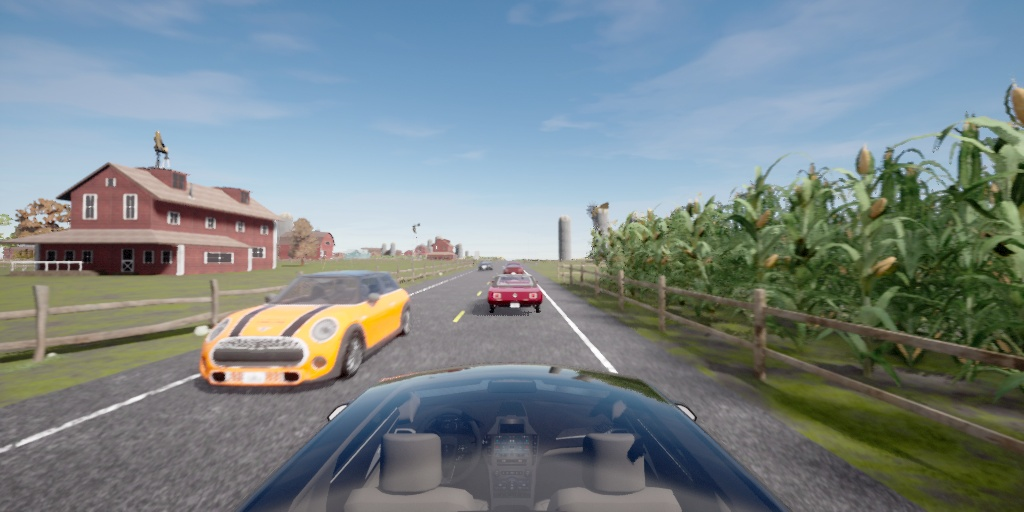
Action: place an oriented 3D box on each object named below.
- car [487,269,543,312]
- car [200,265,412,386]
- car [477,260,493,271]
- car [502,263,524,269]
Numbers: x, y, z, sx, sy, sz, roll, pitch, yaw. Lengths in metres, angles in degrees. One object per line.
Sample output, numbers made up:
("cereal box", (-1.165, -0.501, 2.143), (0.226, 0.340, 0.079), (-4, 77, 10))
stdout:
("car", (0.105, 1.357, 14.187), (1.895, 1.301, 4.718), (0, 0, 0))
("car", (-3.598, 1.104, 7.252), (2.097, 1.767, 4.553), (0, 0, 0))
("car", (-3.557, 1.295, 48.584), (2.128, 1.511, 4.902), (0, 0, 0))
("car", (0.127, 1.301, 32.154), (1.812, 1.442, 4.674), (0, 0, 0))
